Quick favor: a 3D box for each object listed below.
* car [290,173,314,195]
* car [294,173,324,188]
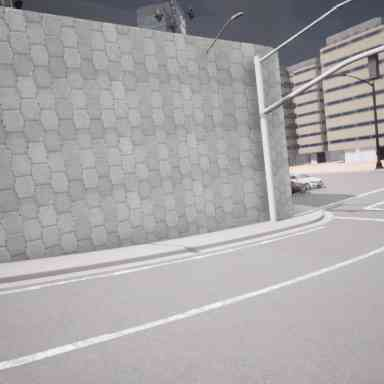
[{"bbox_3d":[7.365,-0.462,27.875,1.812,1.442,4.674,-10,6,-35],"label":"car"},{"bbox_3d":[9.716,-0.978,30.518,1.812,1.442,4.674,-10,6,-35],"label":"car"}]
